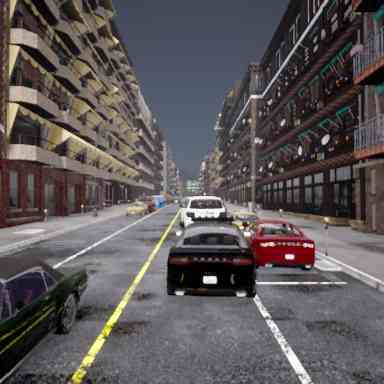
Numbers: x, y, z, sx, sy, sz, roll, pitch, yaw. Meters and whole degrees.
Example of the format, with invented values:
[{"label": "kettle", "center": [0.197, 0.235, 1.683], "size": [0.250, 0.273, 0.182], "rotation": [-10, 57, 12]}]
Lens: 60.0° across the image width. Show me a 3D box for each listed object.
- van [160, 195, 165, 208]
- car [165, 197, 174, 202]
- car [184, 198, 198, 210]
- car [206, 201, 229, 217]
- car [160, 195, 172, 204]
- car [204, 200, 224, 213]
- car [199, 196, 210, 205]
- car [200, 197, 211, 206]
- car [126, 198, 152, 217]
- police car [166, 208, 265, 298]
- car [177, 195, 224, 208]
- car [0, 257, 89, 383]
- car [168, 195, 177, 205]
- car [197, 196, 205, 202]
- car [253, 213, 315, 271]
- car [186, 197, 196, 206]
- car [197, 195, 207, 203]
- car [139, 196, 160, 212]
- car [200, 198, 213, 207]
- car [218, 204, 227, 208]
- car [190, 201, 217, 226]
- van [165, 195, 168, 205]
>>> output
[{"label": "van", "center": [-5.436, 1.476, 49.679], "size": [1.690, 1.788, 3.998], "rotation": [2, 0, 0]}, {"label": "car", "center": [-5.540, 1.862, 82.862], "size": [1.947, 1.339, 4.313], "rotation": [1, 0, 0]}, {"label": "car", "center": [-0.128, 1.625, 45.603], "size": [1.837, 1.490, 4.892], "rotation": [0, 0, 0]}, {"label": "car", "center": [2.487, 1.623, 33.048], "size": [1.887, 1.381, 4.507], "rotation": [1, 0, 0]}, {"label": "car", "center": [-5.501, 1.552, 71.801], "size": [2.192, 1.841, 5.009], "rotation": [1, 0, 0]}, {"label": "car", "center": [2.471, 1.646, 38.580], "size": [2.008, 1.369, 4.403], "rotation": [1, 0, 0]}, {"label": "car", "center": [2.400, 1.650, 66.234], "size": [1.967, 1.590, 4.097], "rotation": [1, 0, 0]}, {"label": "car", "center": [2.406, 1.728, 60.701], "size": [1.887, 1.381, 4.507], "rotation": [1, 0, 0]}, {"label": "car", "center": [-5.392, 1.603, 32.918], "size": [1.752, 1.417, 4.829], "rotation": [2, 0, 0]}, {"label": "police car", "center": [0.547, 1.441, 8.773], "size": [1.930, 1.638, 5.238], "rotation": [0, 0, 5]}, {"label": "car", "center": [0.517, 1.260, 18.561], "size": [2.150, 2.045, 5.566], "rotation": [0, 0, -4]}, {"label": "car", "center": [-2.862, 1.607, 4.006], "size": [1.895, 1.301, 4.718], "rotation": [0, 0, 0]}, {"label": "car", "center": [-2.940, 1.693, 64.595], "size": [2.128, 1.511, 4.902], "rotation": [0, 0, 0]}, {"label": "car", "center": [2.292, 1.769, 88.358], "size": [1.967, 1.590, 4.097], "rotation": [1, 0, 0]}, {"label": "car", "center": [2.553, 1.564, 10.926], "size": [1.887, 1.381, 4.507], "rotation": [1, 0, 0]}, {"label": "car", "center": [-0.176, 1.658, 60.135], "size": [1.882, 1.535, 5.008], "rotation": [0, 0, 0]}, {"label": "car", "center": [2.328, 1.580, 77.296], "size": [2.192, 1.841, 5.009], "rotation": [1, 0, 0]}, {"label": "car", "center": [-5.403, 1.411, 38.620], "size": [2.192, 1.841, 5.009], "rotation": [2, 0, 0]}, {"label": "car", "center": [2.423, 1.703, 55.172], "size": [1.887, 1.381, 4.507], "rotation": [1, 0, 0]}, {"label": "car", "center": [2.536, 1.557, 16.628], "size": [1.752, 1.417, 4.829], "rotation": [1, 0, 0]}, {"label": "car", "center": [0.753, 1.508, 24.783], "size": [1.801, 1.575, 5.366], "rotation": [0, 0, 0]}, {"label": "van", "center": [-5.453, 1.500, 55.211], "size": [1.690, 1.788, 3.998], "rotation": [1, 0, 0]}]
